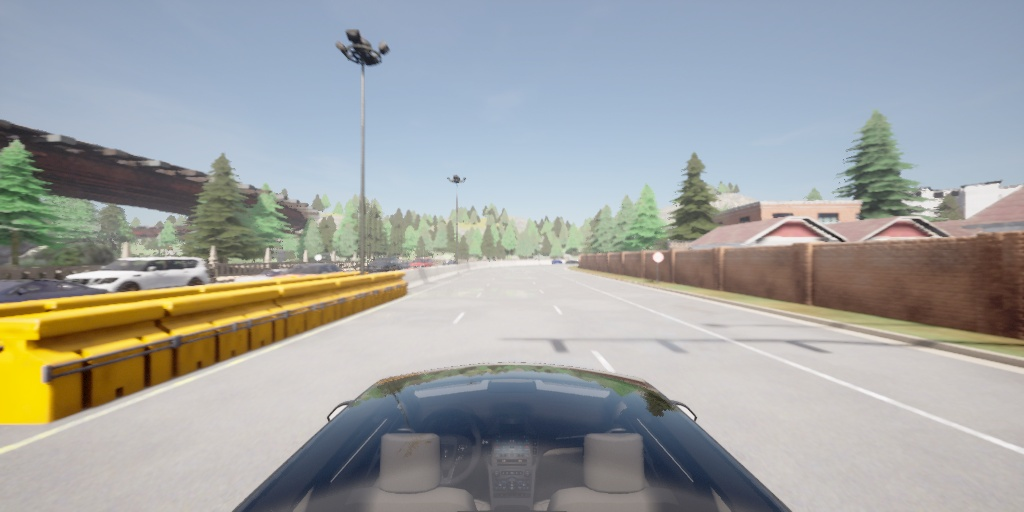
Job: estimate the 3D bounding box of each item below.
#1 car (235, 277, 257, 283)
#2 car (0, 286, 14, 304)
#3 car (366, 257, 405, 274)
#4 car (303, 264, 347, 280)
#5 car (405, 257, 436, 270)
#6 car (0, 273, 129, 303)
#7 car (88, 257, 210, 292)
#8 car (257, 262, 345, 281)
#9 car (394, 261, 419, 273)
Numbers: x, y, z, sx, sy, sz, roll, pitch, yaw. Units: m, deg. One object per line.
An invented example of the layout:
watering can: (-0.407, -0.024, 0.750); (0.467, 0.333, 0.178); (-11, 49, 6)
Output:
car: (-14.004, 1.449, 21.391); (1.895, 1.301, 4.718); (0, 0, 0)
car: (-10.470, 1.310, 4.131); (2.033, 1.411, 5.357); (0, 0, -2)
car: (-14.028, 1.163, 39.537); (2.150, 2.045, 5.566); (0, -1, 0)
car: (-17.557, 1.475, 33.960); (1.994, 1.385, 4.181); (0, 0, 0)
car: (-10.526, 1.178, 42.381); (2.150, 2.045, 5.566); (0, -1, 0)
car: (-14.097, 1.356, 10.103); (1.994, 1.385, 4.181); (0, 0, 0)
car: (-17.591, 1.049, 17.241); (2.150, 2.045, 5.566); (0, 0, 0)
car: (-10.589, 1.187, 18.801); (2.097, 1.767, 4.553); (0, 0, 0)
car: (-14.007, 1.485, 47.894); (1.837, 1.490, 4.892); (0, 0, 0)
